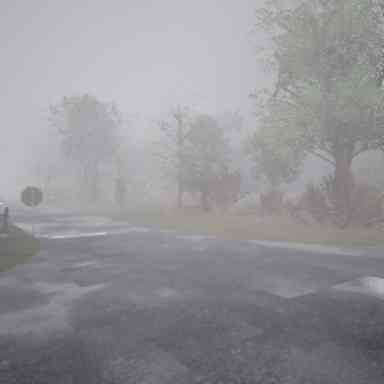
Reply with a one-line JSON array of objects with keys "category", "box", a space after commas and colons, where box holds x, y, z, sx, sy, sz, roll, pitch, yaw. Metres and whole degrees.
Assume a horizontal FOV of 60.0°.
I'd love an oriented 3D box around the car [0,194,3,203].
[{"category": "car", "box": [-28.968, 0.861, 48.898, 1.812, 1.442, 4.674, 0, 1, -36]}]
